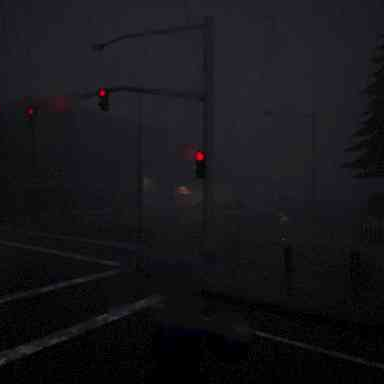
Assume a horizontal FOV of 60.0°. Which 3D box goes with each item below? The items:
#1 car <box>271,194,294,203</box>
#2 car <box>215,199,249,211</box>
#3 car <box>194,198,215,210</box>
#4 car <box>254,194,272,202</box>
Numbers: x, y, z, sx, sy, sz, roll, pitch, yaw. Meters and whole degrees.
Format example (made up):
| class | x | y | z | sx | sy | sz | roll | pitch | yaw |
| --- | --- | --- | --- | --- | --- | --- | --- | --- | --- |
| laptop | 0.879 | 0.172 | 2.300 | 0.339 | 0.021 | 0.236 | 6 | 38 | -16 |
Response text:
| class | x | y | z | sx | sy | sz | roll | pitch | yaw |
| --- | --- | --- | --- | --- | --- | --- | --- | --- | --- |
| car | 14.527 | 1.135 | 51.731 | 1.837 | 1.490 | 4.892 | 0 | 0 | 36 |
| car | 4.907 | 1.480 | 38.500 | 1.994 | 1.385 | 4.181 | 0 | 0 | 36 |
| car | 2.027 | 1.464 | 40.491 | 1.994 | 1.385 | 4.181 | 0 | 0 | 36 |
| car | 11.702 | 0.974 | 53.797 | 2.097 | 1.767 | 4.553 | 0 | 0 | 36 |
